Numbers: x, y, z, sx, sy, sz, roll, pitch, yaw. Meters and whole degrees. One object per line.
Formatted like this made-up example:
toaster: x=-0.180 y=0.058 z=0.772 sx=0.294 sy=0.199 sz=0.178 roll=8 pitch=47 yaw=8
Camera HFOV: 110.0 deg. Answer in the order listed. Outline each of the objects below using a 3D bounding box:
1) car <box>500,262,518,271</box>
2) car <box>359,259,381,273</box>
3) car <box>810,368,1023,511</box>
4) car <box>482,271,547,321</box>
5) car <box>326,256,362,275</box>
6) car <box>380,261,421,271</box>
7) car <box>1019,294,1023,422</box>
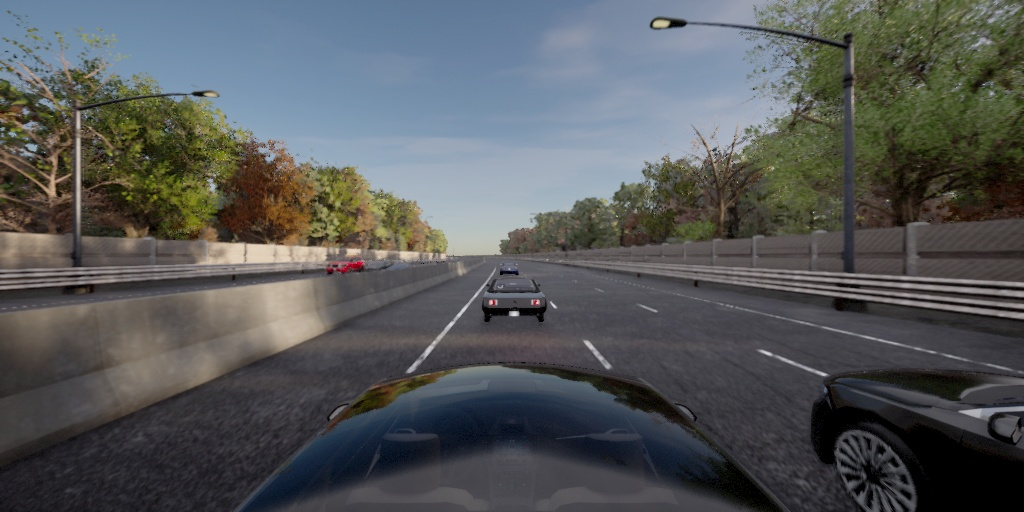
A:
car: x=-0.331 y=1.328 z=39.151 sx=1.994 sy=1.385 sz=4.181 roll=0 pitch=0 yaw=-1
car: x=-14.521 y=1.267 z=39.129 sx=1.837 sy=1.490 sz=4.892 roll=0 pitch=0 yaw=-1
car: x=3.593 y=1.241 z=1.208 sx=2.128 sy=1.511 sz=4.902 roll=0 pitch=0 yaw=0
car: x=0.054 y=1.355 z=12.421 sx=1.895 sy=1.301 sz=4.718 roll=0 pitch=0 yaw=0
car: x=-18.020 y=0.983 z=39.133 sx=2.150 sy=2.045 sz=5.566 roll=0 pitch=0 yaw=-1
car: x=-10.954 y=1.309 z=35.794 sx=2.033 sy=1.411 sz=5.357 roll=0 pitch=0 yaw=-1
car: x=7.092 y=1.226 z=1.846 sx=1.882 sy=1.535 sz=5.008 roll=0 pitch=0 yaw=0
